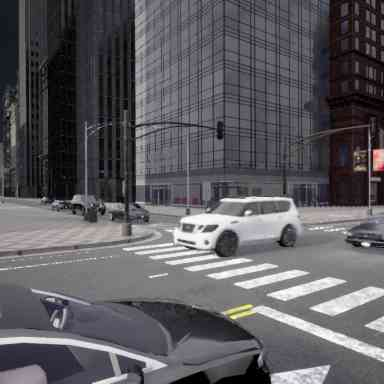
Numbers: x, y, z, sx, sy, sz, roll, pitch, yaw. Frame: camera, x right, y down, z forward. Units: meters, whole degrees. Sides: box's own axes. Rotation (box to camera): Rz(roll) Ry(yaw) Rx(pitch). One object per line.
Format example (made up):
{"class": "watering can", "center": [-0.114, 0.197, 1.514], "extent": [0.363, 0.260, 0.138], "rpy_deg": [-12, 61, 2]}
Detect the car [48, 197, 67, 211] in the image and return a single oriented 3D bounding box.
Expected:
{"class": "car", "center": [-16.523, 1.660, 42.338], "extent": [1.994, 1.385, 4.181], "rpy_deg": [0, 0, -36]}

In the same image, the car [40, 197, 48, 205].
{"class": "car", "center": [-27.602, 1.652, 63.486], "extent": [1.837, 1.490, 4.892], "rpy_deg": [0, 0, -35]}

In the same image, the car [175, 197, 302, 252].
{"class": "car", "center": [2.004, 1.221, 13.160], "extent": [5.566, 2.045, 2.150], "rpy_deg": [0, 0, -36]}

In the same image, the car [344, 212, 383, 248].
{"class": "car", "center": [8.608, 1.549, 13.916], "extent": [5.357, 1.411, 2.033], "rpy_deg": [0, 0, -36]}

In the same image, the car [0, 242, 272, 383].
{"class": "car", "center": [-1.485, 1.491, 2.379], "extent": [4.902, 1.511, 2.128], "rpy_deg": [0, 0, -36]}

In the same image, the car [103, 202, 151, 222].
{"class": "car", "center": [-4.977, 1.555, 26.035], "extent": [1.837, 1.490, 4.892], "rpy_deg": [0, 0, -35]}

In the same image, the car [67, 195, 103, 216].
{"class": "car", "center": [-10.724, 1.294, 34.139], "extent": [2.150, 2.045, 5.566], "rpy_deg": [0, 0, -36]}
